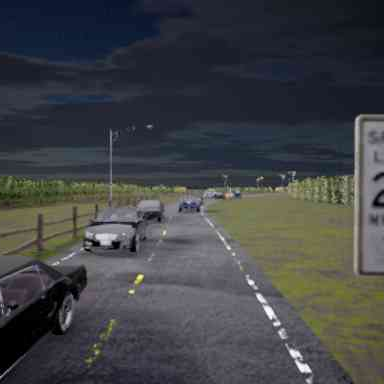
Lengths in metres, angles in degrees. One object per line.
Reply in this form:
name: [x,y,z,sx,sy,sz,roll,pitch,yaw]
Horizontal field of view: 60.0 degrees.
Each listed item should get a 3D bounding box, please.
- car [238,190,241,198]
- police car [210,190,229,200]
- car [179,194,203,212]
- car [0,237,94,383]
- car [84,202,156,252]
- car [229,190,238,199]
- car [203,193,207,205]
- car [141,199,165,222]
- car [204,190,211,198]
car: [11.094,0.471,85.719,2.150,2.045,5.566,0,1,22]
police car: [5.977,0.819,70.909,1.930,1.638,5.238,0,1,16]
car: [-0.205,1.063,34.700,2.097,1.767,4.553,0,0,2]
car: [-2.857,1.555,3.874,1.895,1.301,4.718,0,0,1]
car: [-2.848,1.367,13.299,2.128,1.511,4.902,0,1,-1]
car: [9.030,0.755,80.355,1.801,1.575,5.366,0,1,20]
car: [0.633,1.169,47.570,1.994,1.385,4.181,0,1,7]
car: [-3.031,1.262,24.329,1.882,1.535,5.008,0,0,-1]
car: [4.156,0.472,77.144,2.150,2.045,5.566,0,1,16]
